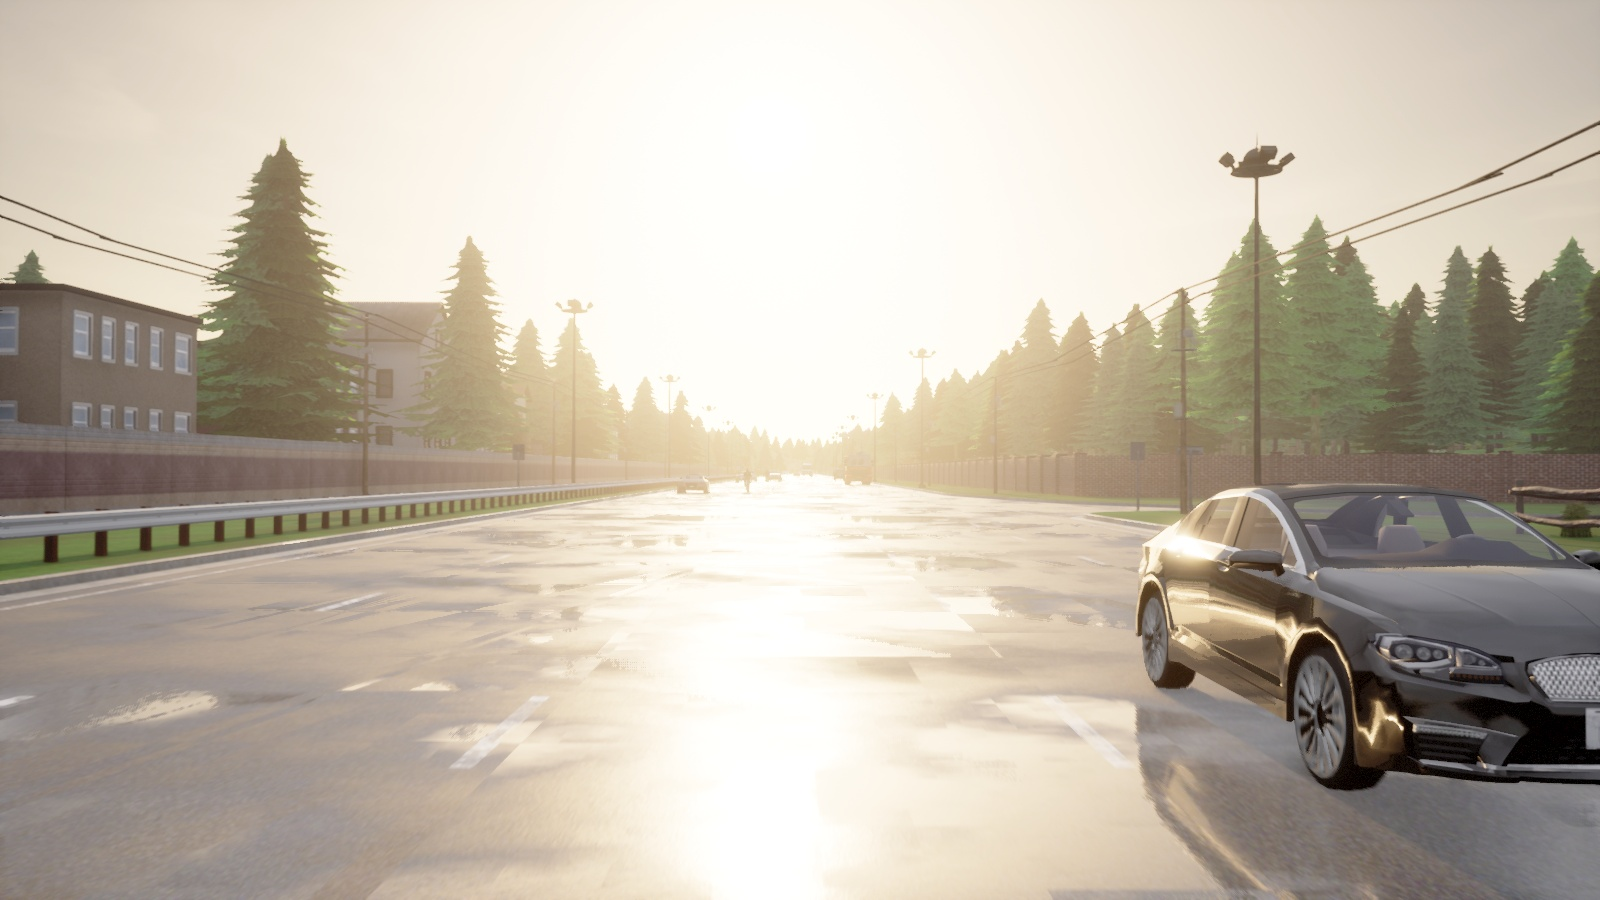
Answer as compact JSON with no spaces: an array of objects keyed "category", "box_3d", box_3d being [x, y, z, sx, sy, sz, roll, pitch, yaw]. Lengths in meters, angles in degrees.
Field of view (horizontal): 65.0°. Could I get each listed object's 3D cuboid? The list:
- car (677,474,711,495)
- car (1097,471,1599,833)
[{"category":"car","box_3d":[-7.205,2.340,85.587,1.994,1.385,4.181,0,-1,0]},{"category":"car","box_3d":[3.481,0.886,7.722,2.128,1.511,4.902,0,-1,0]}]
